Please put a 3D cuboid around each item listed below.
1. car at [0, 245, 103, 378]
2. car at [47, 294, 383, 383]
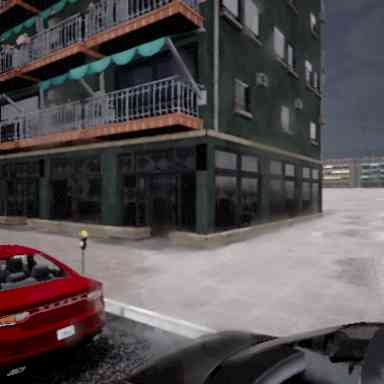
[{"bbox_3d":[-3.303,1.514,5.236,4.507,1.381,1.887,0,0,36],"label":"car"},{"bbox_3d":[1.282,1.566,1.959,4.313,1.339,1.947,0,0,36],"label":"car"}]
